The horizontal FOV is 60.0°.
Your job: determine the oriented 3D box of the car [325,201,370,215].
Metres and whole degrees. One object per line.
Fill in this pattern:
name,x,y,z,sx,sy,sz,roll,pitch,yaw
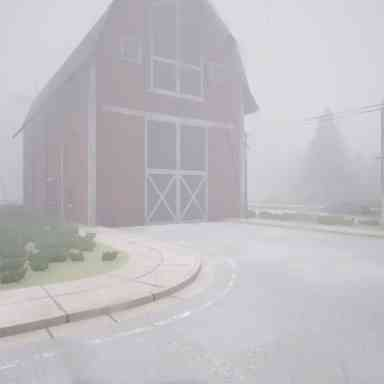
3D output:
car,15.174,1.590,32.710,1.994,1.385,4.181,0,0,-34
